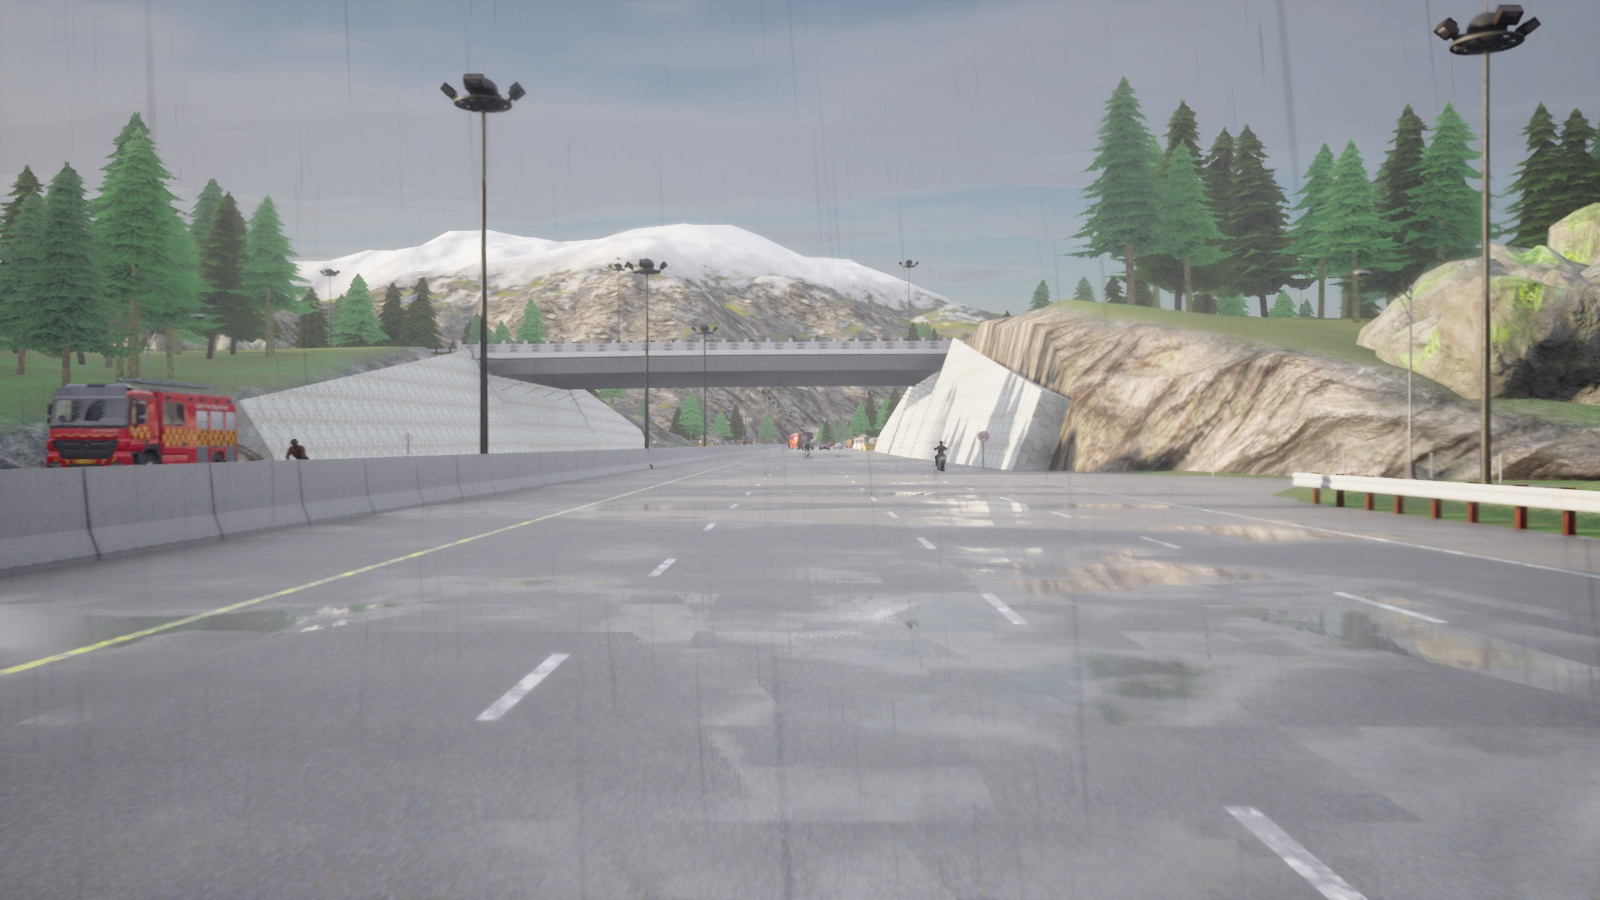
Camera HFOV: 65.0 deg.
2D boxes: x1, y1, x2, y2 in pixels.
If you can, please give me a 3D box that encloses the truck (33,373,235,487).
[{"bbox_3d":[-24.221,-0.699,46.320,2.891,3.827,8.468,0,0,0],"label":"truck"}]
